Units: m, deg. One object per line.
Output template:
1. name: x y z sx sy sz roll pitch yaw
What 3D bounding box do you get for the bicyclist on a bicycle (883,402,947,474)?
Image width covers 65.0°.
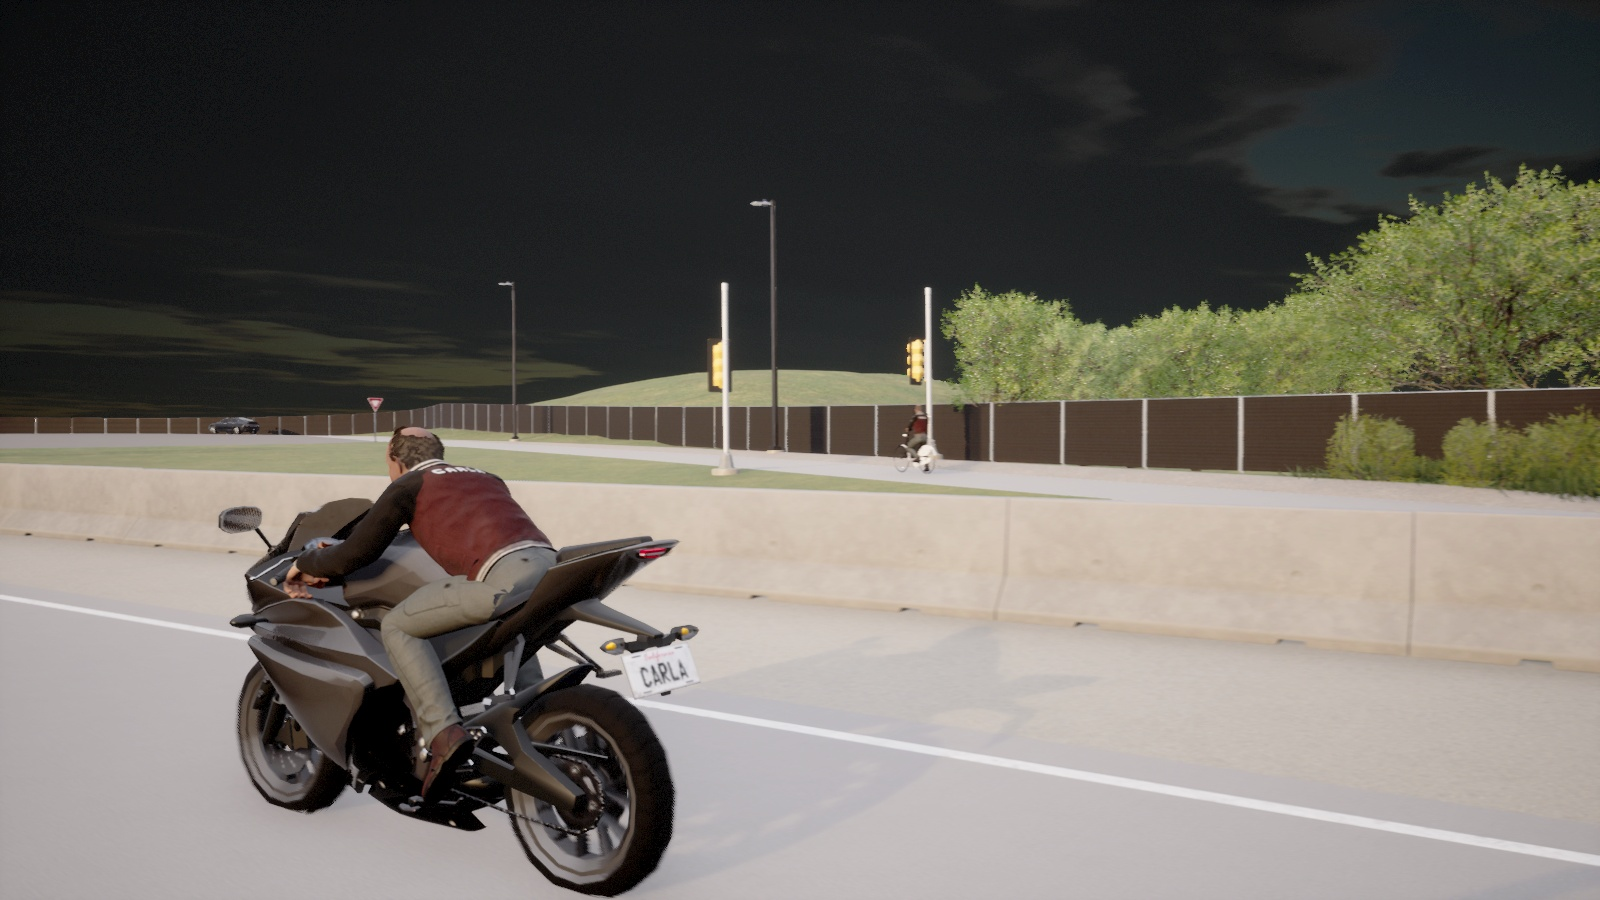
1. bicyclist on a bicycle: 2.917 -0.325 31.976 0.659 1.776 1.843 -2 2 -29

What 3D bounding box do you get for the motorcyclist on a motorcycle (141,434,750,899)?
1. motorcyclist on a motorcycle: -1.329 0.718 4.507 2.191 1.530 0.866 0 1 34
